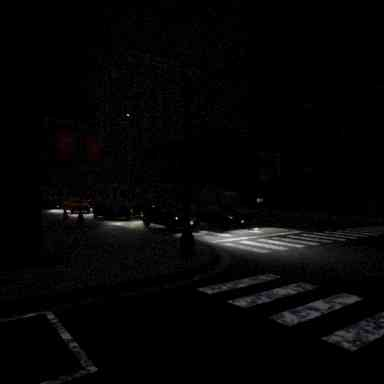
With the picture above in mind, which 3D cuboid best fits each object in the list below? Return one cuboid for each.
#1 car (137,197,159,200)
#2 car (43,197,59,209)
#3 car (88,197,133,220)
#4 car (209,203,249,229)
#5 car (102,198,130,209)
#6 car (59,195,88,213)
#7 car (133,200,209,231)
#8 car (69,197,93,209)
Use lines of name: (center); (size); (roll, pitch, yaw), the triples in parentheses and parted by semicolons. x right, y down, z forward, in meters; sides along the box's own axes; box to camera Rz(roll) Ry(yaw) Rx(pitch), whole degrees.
car: (-3.594, 1.313, 29.227); (2.097, 1.767, 4.553); (0, 0, -36)
car: (-18.395, 1.535, 44.310); (1.895, 1.301, 4.718); (0, 0, -35)
car: (-6.867, 1.441, 28.212); (1.882, 1.535, 5.008); (0, 0, -36)
car: (1.645, 1.500, 21.978); (1.812, 1.442, 4.674); (0, 0, -37)
car: (-10.170, 1.533, 44.263); (1.895, 1.301, 4.718); (0, 0, -36)
car: (-12.637, 1.426, 36.236); (1.882, 1.535, 5.008); (0, 0, -35)
car: (-1.452, 1.469, 20.688); (2.128, 1.511, 4.902); (0, 0, -36)
car: (-15.273, 1.456, 45.528); (1.812, 1.442, 4.674); (0, 0, -35)
